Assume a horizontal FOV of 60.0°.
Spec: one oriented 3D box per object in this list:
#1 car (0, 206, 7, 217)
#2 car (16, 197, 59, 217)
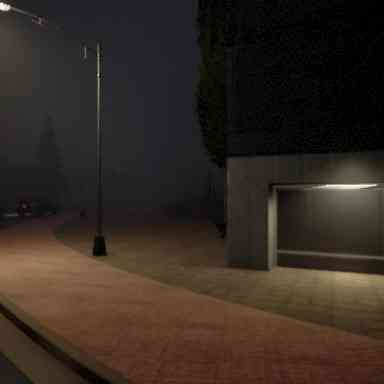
[{"bbox_3d":[-19.493,1.764,31.531,2.128,1.511,4.902,0,0,-1],"label":"car"},{"bbox_3d":[-15.999,1.516,34.714,2.150,2.045,5.566,0,0,3],"label":"car"}]
